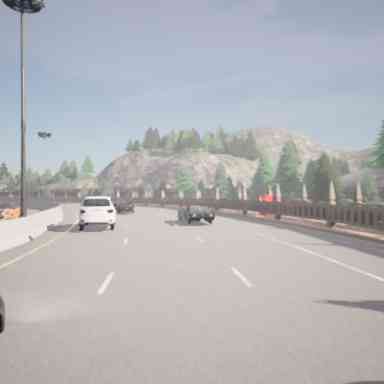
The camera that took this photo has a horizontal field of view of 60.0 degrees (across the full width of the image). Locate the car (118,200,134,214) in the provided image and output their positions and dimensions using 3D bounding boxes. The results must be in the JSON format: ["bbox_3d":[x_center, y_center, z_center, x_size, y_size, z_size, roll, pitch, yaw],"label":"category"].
[{"bbox_3d":[-8.045,1.679,38.742,2.128,1.511,4.902,0,0,-22],"label":"car"}]

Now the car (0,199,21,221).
[{"bbox_3d":[-14.686,1.530,25.703,2.097,1.767,4.553,0,0,-18],"label":"car"}]

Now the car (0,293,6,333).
[{"bbox_3d":[-3.615,1.529,2.984,1.837,1.490,4.892,0,0,-2],"label":"car"}]

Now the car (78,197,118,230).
[{"bbox_3d":[-6.216,1.326,22.079,2.150,2.045,5.566,0,0,-13],"label":"car"}]

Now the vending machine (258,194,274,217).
[{"bbox_3d":[6.878,1.247,30.934,1.100,2.100,0.880,0,0,-16],"label":"vending machine"}]

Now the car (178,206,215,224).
[{"bbox_3d":[0.192,1.677,25.260,1.895,1.301,4.718,0,0,-14],"label":"car"}]

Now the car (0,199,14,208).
[{"bbox_3d":[-34.492,2.082,61.017,2.128,1.511,4.902,0,0,-41],"label":"car"}]
